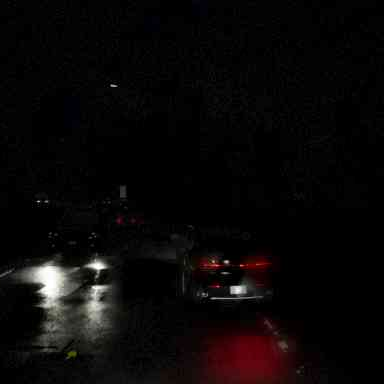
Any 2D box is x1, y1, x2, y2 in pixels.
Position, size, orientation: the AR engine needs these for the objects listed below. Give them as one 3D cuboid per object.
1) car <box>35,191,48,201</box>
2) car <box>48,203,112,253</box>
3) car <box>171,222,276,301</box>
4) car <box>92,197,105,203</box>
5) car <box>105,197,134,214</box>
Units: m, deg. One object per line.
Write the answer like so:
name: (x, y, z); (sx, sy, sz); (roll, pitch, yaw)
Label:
car: (-33.557, 0.908, 74.078); (2.150, 2.045, 5.566); (1, -1, -31)
car: (-4.533, 1.454, 13.805); (1.882, 1.535, 5.008); (0, 0, -10)
car: (0.580, 1.506, 8.379); (1.837, 1.490, 4.892); (0, 0, -6)
car: (-11.745, 1.379, 43.864); (2.033, 1.411, 5.357); (1, 0, -31)
car: (-7.471, 1.382, 34.822); (1.882, 1.535, 5.008); (1, 0, -24)
